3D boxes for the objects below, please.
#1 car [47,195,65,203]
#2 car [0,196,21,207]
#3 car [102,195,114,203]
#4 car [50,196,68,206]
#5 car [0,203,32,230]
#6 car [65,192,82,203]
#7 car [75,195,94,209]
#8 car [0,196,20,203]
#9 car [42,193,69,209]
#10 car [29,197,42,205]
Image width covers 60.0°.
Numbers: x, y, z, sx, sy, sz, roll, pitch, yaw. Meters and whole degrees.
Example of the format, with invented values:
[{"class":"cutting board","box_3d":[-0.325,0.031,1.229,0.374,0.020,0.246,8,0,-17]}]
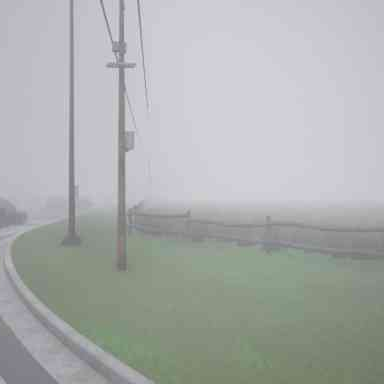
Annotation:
[{"class":"car","box_3d":[-27.923,1.423,68.480,2.033,1.411,5.357,0,0,-6]},{"class":"car","box_3d":[-29.790,1.522,54.195,1.882,1.535,5.008,0,0,-6]},{"class":"car","box_3d":[-17.429,1.400,69.107,2.097,1.767,4.553,0,0,-6]},{"class":"car","box_3d":[-23.317,1.548,58.500,1.837,1.490,4.892,0,0,-6]},{"class":"car","box_3d":[-12.081,1.618,20.860,1.895,1.301,4.718,0,0,-6]},{"class":"car","box_3d":[-24.447,1.106,68.889,2.150,2.045,5.566,0,0,-6]},{"class":"car","box_3d":[-14.760,1.383,45.493,2.097,1.767,4.553,0,0,-6]},{"class":"car","box_3d":[-16.229,1.245,26.634,2.150,2.045,5.566,0,0,-6]},{"class":"car","box_3d":[-18.285,1.384,45.529,2.097,1.767,4.553,0,0,-6]},{"class":"car","box_3d":[-26.797,1.522,58.122,1.882,1.535,5.008,0,0,-6]}]
